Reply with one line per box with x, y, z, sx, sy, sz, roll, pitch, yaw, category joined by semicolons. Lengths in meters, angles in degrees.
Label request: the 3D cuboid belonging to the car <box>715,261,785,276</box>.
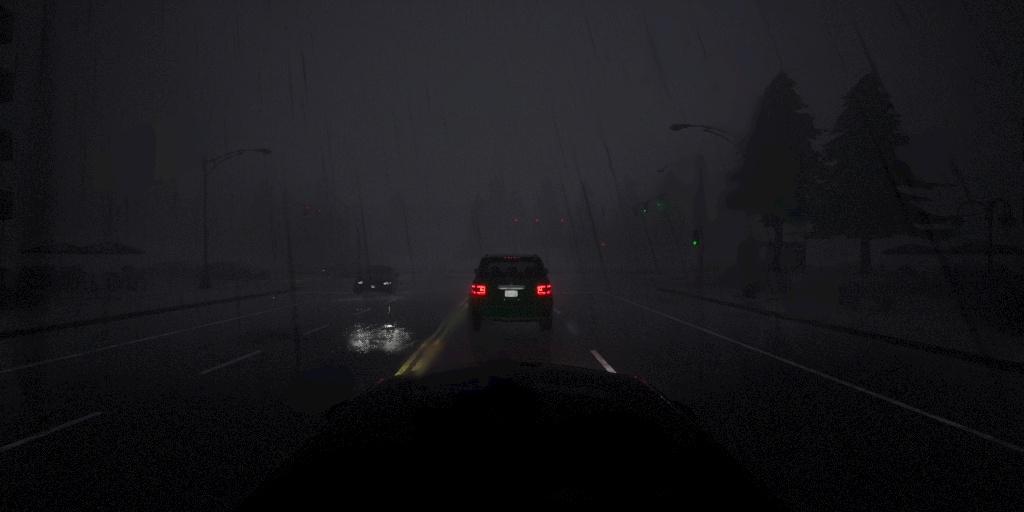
22.954;1.186;34.707;4.902;1.511;2.128;0;0;0;car

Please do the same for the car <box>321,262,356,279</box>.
-13.345;1.246;30.738;5.357;1.411;2.033;0;0;0;car

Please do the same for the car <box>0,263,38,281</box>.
-39.195;1.172;26.381;5.008;1.535;1.882;0;0;-10;car

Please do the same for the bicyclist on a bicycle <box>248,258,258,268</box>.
-30.088;0.995;41.582;0.582;1.620;1.656;0;0;0;bicyclist on a bicycle

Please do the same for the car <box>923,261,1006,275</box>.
42.817;1.186;33.635;4.902;1.511;2.128;0;0;13;car

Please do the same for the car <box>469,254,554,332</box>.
-0.018;0.971;11.060;2.150;2.045;5.566;0;0;0;car

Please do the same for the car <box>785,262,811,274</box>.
30.612;1.295;38.206;4.718;1.301;1.895;0;0;1;car

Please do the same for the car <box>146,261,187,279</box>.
-28.149;1.200;30.529;4.892;1.490;1.837;0;0;-2;car

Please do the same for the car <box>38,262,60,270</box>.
-47.704;1.295;35.293;4.718;1.301;1.895;0;0;-19;car

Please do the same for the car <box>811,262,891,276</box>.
32.705;1.242;34.701;5.357;1.411;2.033;0;0;1;car

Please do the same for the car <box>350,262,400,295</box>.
-7.373;1.254;19.988;1.837;1.490;4.892;3;0;-13;car

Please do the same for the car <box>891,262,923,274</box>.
40.840;1.295;37.569;4.718;1.301;1.895;0;0;9;car

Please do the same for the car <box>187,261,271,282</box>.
-21.098;1.172;27.158;5.008;1.535;1.882;0;0;-1;car

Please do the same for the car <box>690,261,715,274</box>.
21.507;1.220;38.202;4.674;1.442;1.812;0;0;0;car
